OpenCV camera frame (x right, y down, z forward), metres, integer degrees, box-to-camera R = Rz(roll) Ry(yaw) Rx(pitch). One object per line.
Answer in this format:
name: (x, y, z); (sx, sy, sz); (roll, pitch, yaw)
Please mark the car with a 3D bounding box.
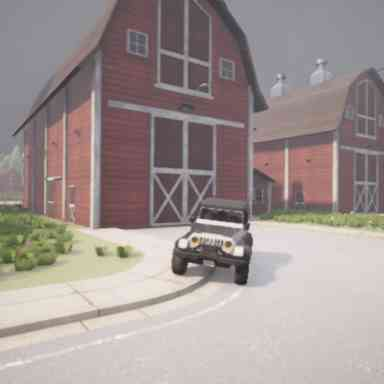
car: (0.809, 1.208, 9.557); (1.905, 1.878, 3.866); (6, 3, 12)
